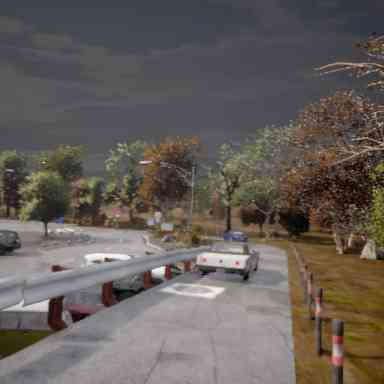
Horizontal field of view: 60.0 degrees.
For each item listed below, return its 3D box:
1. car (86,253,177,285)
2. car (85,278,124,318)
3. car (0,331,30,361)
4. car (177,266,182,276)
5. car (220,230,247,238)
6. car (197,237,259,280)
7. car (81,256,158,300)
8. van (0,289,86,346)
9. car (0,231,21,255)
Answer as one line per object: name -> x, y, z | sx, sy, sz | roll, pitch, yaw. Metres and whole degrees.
car -> -3.890, 4.834, 19.981 | 5.566, 2.045, 2.435 | 3, -1, -4
car -> -5.492, 4.786, 14.137 | 4.553, 1.767, 2.185 | 3, -1, -5
car -> -7.129, 4.738, 8.311 | 4.892, 1.521, 2.231 | 3, -1, -5
car -> -3.101, 5.201, 22.891 | 4.792, 1.488, 2.163 | 3, -1, -4
car -> 4.914, 5.271, 39.493 | 1.812, 1.442, 4.674 | 3, -5, -18
car -> 1.715, 2.790, 14.108 | 1.895, 1.301, 4.718 | 1, -6, 17
car -> -4.742, 4.745, 17.043 | 5.566, 2.045, 2.435 | 3, -1, -5
van -> -6.208, 4.603, 11.244 | 4.442, 1.987, 1.878 | 3, -1, -5
car -> -18.658, 4.592, 30.341 | 5.566, 2.045, 2.435 | 1, -1, -4
